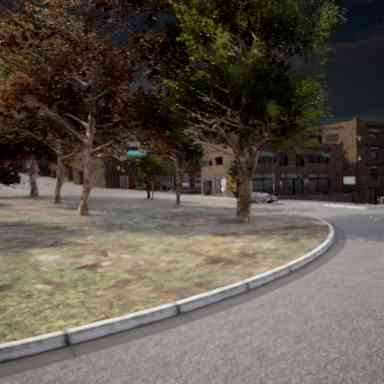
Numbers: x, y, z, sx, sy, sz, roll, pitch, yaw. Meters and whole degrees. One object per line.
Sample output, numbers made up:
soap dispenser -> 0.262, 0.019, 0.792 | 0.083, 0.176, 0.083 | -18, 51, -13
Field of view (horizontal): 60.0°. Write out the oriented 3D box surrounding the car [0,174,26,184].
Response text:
car -> -36.677, -2.324, 68.167 | 2.231, 1.521, 4.892 | 6, 5, 32

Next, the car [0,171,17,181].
car -> -44.213, -3.759, 77.611 | 2.435, 2.045, 5.566 | 6, 6, 31

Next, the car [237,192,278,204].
car -> 7.859, 0.659, 40.270 | 2.033, 1.411, 5.357 | -1, 3, -35

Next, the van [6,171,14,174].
van -> -42.258, -3.445, 75.369 | 1.878, 1.987, 4.442 | 6, 6, 31
